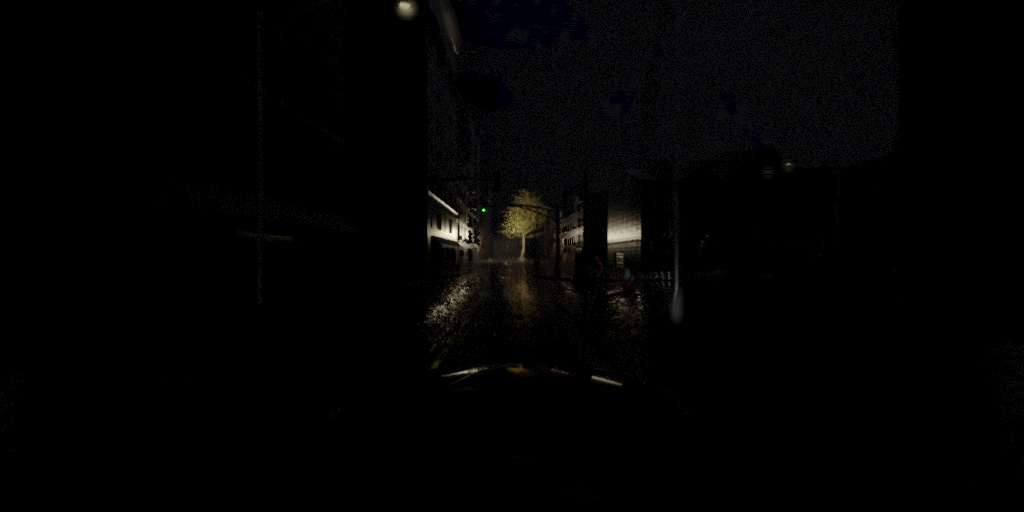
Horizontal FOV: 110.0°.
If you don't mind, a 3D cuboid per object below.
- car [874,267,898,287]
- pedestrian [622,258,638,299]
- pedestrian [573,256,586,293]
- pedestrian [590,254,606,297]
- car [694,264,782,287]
[{"bbox_3d":[24.955,1.329,22.133,4.313,1.339,1.948,0,0,0],"label":"car"},{"bbox_3d":[5.232,0.934,15.937,0.375,1.860,0.375,0,0,0],"label":"pedestrian"},{"bbox_3d":[3.151,0.791,16.536,0.375,1.860,0.375,0,0,0],"label":"pedestrian"},{"bbox_3d":[3.695,0.802,15.336,0.375,1.860,0.375,0,0,0],"label":"pedestrian"},{"bbox_3d":[13.874,1.211,22.115,4.829,1.417,1.751,0,0,0],"label":"car"}]
